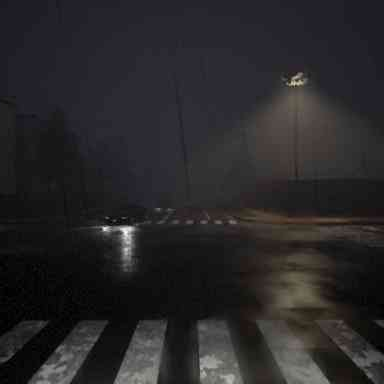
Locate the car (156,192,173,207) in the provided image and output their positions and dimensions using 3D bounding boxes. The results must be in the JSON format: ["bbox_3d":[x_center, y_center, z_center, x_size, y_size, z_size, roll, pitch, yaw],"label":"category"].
[{"bbox_3d":[-4.019,1.031,49.616,2.150,2.045,5.566,0,0,0],"label":"car"}]

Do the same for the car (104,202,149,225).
[{"bbox_3d":[-4.588,1.543,24.056,1.837,1.490,4.892,0,2,11],"label":"car"}]
